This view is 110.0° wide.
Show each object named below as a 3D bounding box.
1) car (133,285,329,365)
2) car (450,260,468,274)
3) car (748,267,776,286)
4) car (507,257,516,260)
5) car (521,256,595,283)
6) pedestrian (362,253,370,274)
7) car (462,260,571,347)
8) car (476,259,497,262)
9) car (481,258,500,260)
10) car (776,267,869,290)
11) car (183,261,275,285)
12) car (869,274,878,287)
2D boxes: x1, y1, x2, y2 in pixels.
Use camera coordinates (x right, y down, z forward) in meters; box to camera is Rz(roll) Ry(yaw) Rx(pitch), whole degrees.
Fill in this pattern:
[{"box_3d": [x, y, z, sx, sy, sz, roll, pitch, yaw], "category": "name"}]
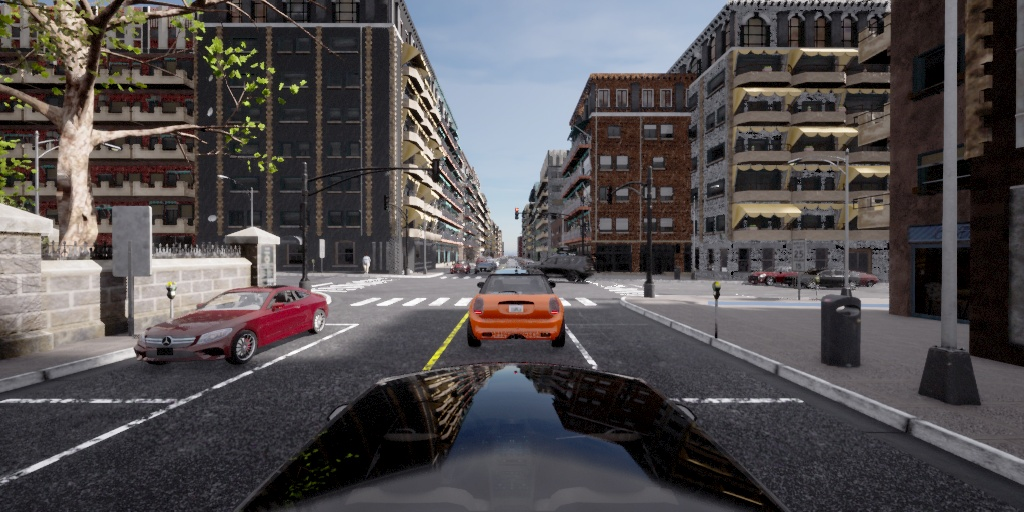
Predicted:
[{"box_3d": [-5.697, 1.331, 7.980, 1.802, 1.307, 4.207, 0, 0, 0], "category": "car"}, {"box_3d": [-5.741, 1.187, 40.391, 1.967, 1.591, 4.097, 0, 0, 0], "category": "car"}, {"box_3d": [21.344, 1.571, 28.864, 4.097, 1.591, 1.967, 0, 0, -1], "category": "car"}, {"box_3d": [0.026, 1.273, 57.043, 1.812, 1.442, 4.674, 0, 0, 0], "category": "car"}, {"box_3d": [3.648, 0.990, 28.024, 5.566, 2.045, 2.150, 1, 1, 27], "category": "car"}, {"box_3d": [-12.752, 0.651, 31.374, 0.375, 1.860, 0.375, 0, -1, -1], "category": "pedestrian"}, {"box_3d": [0.117, 1.101, 9.490, 2.097, 1.767, 4.553, 0, 0, 1], "category": "car"}, {"box_3d": [-3.145, 1.312, 40.988, 1.994, 1.385, 4.181, 0, 0, 0], "category": "car"}, {"box_3d": [-3.153, 1.312, 49.962, 1.994, 1.385, 4.181, 0, 0, 0], "category": "car"}, {"box_3d": [22.680, 1.675, 26.319, 4.892, 1.490, 1.837, 2, 0, -1], "category": "car"}, {"box_3d": [-17.676, 1.035, 22.575, 4.181, 1.385, 1.994, 1, 0, -1], "category": "car"}, {"box_3d": [27.018, 1.813, 28.940, 4.207, 1.307, 1.802, 0, 0, -1], "category": "car"}]
